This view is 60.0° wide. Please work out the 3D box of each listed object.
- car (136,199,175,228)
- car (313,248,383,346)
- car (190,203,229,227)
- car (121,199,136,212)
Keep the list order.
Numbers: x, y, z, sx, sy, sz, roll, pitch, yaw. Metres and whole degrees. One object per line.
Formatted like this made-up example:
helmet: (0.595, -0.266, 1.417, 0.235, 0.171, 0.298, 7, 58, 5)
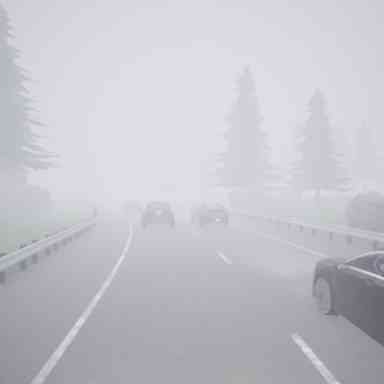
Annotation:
car: (-2.509, 1.387, 22.970, 2.097, 1.767, 4.553, 0, 0, -11)
car: (3.340, 1.486, 4.623, 2.128, 1.511, 4.902, 0, 0, -2)
car: (1.114, 1.514, 22.753, 2.128, 1.511, 4.902, 0, 0, -11)
car: (-7.337, 1.563, 40.031, 2.128, 1.511, 4.902, 0, 0, -19)
